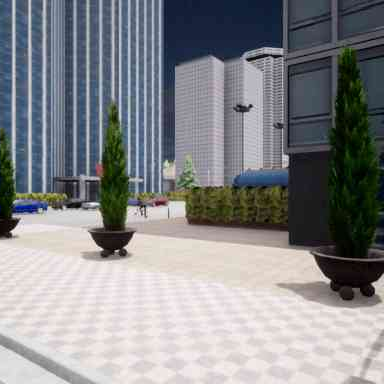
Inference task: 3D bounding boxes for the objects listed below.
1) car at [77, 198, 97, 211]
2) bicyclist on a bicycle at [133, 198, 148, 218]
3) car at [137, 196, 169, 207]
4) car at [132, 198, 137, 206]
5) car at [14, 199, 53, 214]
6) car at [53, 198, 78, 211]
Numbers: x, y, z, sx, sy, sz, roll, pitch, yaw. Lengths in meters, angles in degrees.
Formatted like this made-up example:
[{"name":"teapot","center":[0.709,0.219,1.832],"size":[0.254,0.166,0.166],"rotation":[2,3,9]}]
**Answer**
[{"name":"car","center":[-11.397,1.601,41.544],"size":[1.895,1.301,4.718],"rotation":[0,0,35]},{"name":"bicyclist on a bicycle","center":[-4.129,1.301,26.687],"size":[1.656,1.620,0.582],"rotation":[0,0,35]},{"name":"car","center":[-5.553,1.352,49.847],"size":[2.097,1.767,4.553],"rotation":[0,0,35]},{"name":"car","center":[-9.350,1.547,50.540],"size":[2.033,1.411,5.357],"rotation":[0,0,35]},{"name":"car","center":[-17.104,1.477,33.409],"size":[1.882,1.535,5.008],"rotation":[0,0,35]},{"name":"car","center":[-15.275,1.477,42.113],"size":[1.882,1.535,5.008],"rotation":[0,0,35]}]
